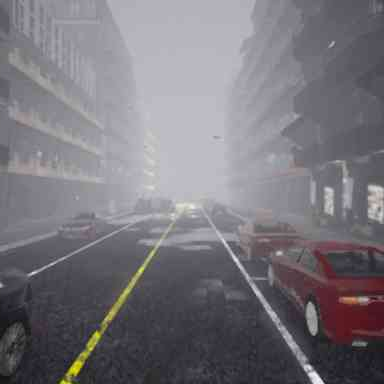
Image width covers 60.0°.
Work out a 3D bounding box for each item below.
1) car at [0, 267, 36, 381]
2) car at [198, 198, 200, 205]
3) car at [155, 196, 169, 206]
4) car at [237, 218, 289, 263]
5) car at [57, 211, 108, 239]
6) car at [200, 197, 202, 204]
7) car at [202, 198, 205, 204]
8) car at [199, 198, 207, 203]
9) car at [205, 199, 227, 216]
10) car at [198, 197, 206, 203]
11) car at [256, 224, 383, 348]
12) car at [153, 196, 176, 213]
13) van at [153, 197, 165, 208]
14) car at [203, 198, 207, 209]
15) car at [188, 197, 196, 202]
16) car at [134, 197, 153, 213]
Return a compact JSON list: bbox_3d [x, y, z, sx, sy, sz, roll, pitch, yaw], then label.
[{"bbox_3d":[-3.092,1.507,2.685,2.128,1.511,4.902,0,0,0],"label":"car"},{"bbox_3d":[2.368,1.957,70.344,1.882,1.535,5.008,0,0,0],"label":"car"},{"bbox_3d":[-5.685,1.735,63.081,2.192,1.841,5.009,0,0,0],"label":"car"},{"bbox_3d":[2.692,1.620,12.099,1.887,1.381,4.507,0,0,0],"label":"car"},{"bbox_3d":[-5.688,1.695,17.783,1.802,1.307,4.206,0,0,0],"label":"car"},{"bbox_3d":[2.696,1.774,51.734,1.967,1.590,4.097,0,0,0],"label":"car"},{"bbox_3d":[2.695,1.840,46.074,1.887,1.381,4.507,0,0,0],"label":"car"},{"bbox_3d":[2.699,2.158,85.703,1.887,1.381,4.507,0,0,0],"label":"car"},{"bbox_3d":[2.694,1.773,34.749,2.008,1.369,4.403,0,0,0],"label":"car"},{"bbox_3d":[2.699,2.207,91.368,1.887,1.381,4.507,0,-1,0],"label":"car"},{"bbox_3d":[2.691,1.584,6.438,1.887,1.381,4.507,0,0,0],"label":"car"},{"bbox_3d":[-3.080,1.610,40.368,2.097,1.767,4.553,0,0,0],"label":"car"},{"bbox_3d":[-5.684,1.715,57.421,1.690,1.788,3.998,0,0,0],"label":"van"},{"bbox_3d":[2.695,1.809,40.411,2.008,1.369,4.403,0,0,0],"label":"car"},{"bbox_3d":[0.012,2.040,88.948,2.128,1.511,4.902,0,-1,0],"label":"car"},{"bbox_3d":[-5.686,1.574,40.435,2.192,1.841,5.009,0,0,0],"label":"car"}]
